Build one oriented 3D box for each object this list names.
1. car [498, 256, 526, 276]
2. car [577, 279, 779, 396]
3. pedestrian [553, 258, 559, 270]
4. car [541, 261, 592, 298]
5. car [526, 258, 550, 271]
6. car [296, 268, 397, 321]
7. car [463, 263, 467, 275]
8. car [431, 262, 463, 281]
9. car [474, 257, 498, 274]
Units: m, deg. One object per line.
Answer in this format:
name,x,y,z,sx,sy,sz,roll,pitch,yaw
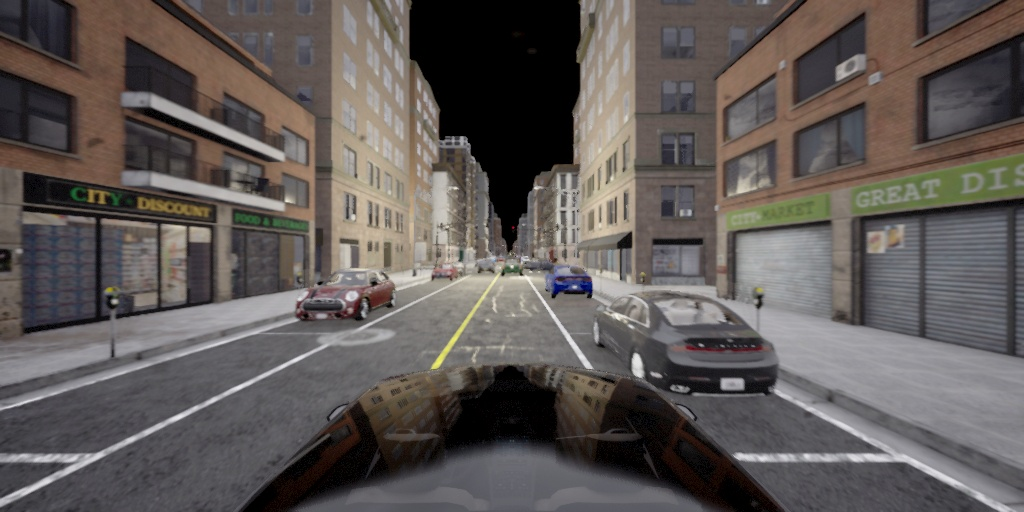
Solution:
car,0.025,1.039,35.715,2.097,1.767,4.553,0,0,1
car,2.635,1.292,6.471,2.007,1.370,4.403,0,0,0
pedestrian,2.588,1.009,21.162,0.375,1.860,0.375,0,0,-10
car,2.742,1.199,18.185,1.882,1.535,5.008,0,0,0
car,4.342,1.240,46.251,5.357,1.411,2.033,0,0,-23
car,-5.392,1.171,12.145,1.967,1.591,4.097,0,0,0
car,-5.404,1.239,34.872,2.007,1.370,4.403,0,0,0
car,-5.401,1.281,29.191,1.802,1.307,4.207,0,0,0
car,-2.778,1.187,39.646,1.837,1.490,4.892,0,0,0
